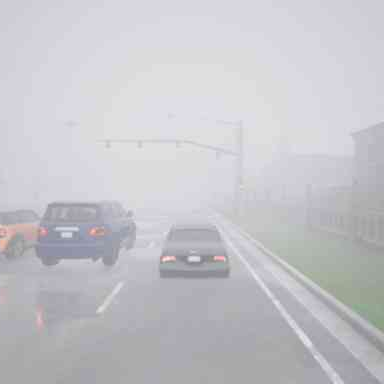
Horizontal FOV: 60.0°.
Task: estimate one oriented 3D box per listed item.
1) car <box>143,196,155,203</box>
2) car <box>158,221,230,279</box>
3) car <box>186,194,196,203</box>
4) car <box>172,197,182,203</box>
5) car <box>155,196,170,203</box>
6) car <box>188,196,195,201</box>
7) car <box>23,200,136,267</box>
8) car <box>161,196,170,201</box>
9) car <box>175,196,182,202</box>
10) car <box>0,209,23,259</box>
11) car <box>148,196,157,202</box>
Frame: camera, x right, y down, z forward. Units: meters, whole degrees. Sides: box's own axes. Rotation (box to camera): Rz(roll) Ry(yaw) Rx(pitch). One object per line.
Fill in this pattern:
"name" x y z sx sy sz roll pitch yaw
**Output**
"car" -10.646 1.913 80.127 1.812 1.442 4.674 0 0 0
"car" 0.059 1.599 10.173 2.033 1.411 5.357 0 0 0
"car" -0.145 1.611 79.761 2.150 2.045 5.566 0 0 0
"car" -3.645 1.864 79.723 1.882 1.535 5.008 0 0 0
"car" -7.146 1.984 80.163 1.895 1.301 4.718 0 0 0
"car" -0.165 1.831 90.150 1.994 1.385 4.181 0 0 0
"car" -3.438 1.280 11.795 2.150 2.045 5.566 0 0 0
"car" -7.165 1.830 90.137 1.994 1.385 4.181 0 0 0
"car" -3.665 1.873 90.173 1.895 1.301 4.718 0 0 0
"car" -6.940 1.416 12.940 2.097 1.767 4.553 0 0 0
"car" -10.665 1.756 90.131 1.882 1.535 5.008 0 0 0
